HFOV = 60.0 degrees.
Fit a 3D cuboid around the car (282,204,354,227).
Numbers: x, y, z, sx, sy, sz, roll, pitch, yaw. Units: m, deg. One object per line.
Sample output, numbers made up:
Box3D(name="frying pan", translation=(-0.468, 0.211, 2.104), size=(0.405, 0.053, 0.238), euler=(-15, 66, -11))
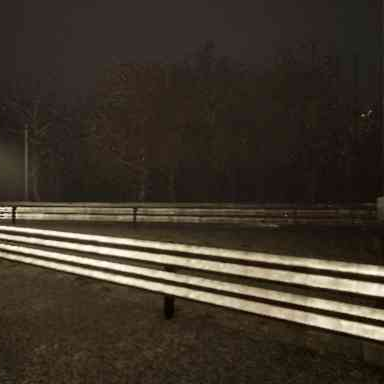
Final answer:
Box3D(name="car", translation=(8.859, 1.619, 23.637), size=(4.792, 1.488, 2.163), euler=(0, 0, 16))
